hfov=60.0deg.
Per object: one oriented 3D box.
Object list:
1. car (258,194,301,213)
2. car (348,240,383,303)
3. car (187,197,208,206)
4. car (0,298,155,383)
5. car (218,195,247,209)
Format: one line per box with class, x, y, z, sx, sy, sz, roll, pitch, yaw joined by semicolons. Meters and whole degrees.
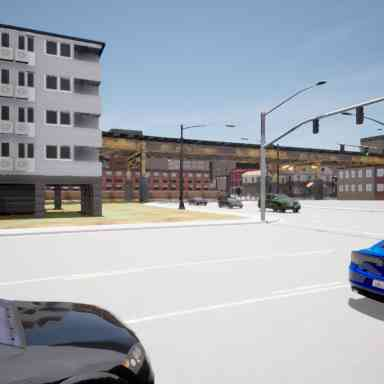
car;9.641;1.222;37.280;2.150;2.045;5.566;0;0;-26
car;5.554;1.478;6.907;5.008;1.535;1.882;0;0;-25
car;0.846;1.547;55.884;2.033;1.411;5.357;0;0;-20
car;-2.423;1.564;2.754;4.181;1.385;1.994;0;0;-32
car;5.267;1.525;46.433;1.812;1.442;4.674;0;0;-25
